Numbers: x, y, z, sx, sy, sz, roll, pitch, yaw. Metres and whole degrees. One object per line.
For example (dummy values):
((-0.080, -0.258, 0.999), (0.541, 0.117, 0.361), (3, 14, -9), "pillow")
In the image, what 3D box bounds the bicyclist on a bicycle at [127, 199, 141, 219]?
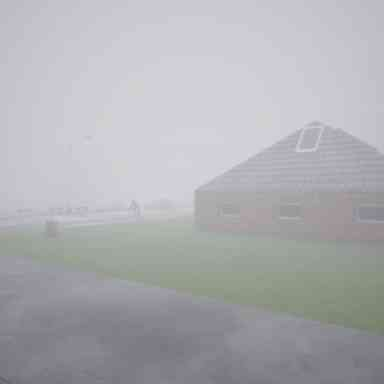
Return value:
((-4.827, 1.405, 27.744), (1.656, 1.620, 0.582), (-1, 0, 35), "bicyclist on a bicycle")

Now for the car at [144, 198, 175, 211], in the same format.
((-4.182, 1.585, 43.157), (1.837, 1.490, 4.892), (0, 0, 35), "car")
